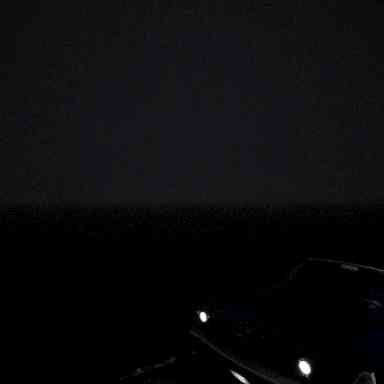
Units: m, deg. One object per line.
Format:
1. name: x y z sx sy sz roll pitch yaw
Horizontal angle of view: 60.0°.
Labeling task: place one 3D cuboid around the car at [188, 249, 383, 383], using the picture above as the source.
1. car: 2.298 1.602 4.712 4.718 1.301 1.895 0 0 -36
